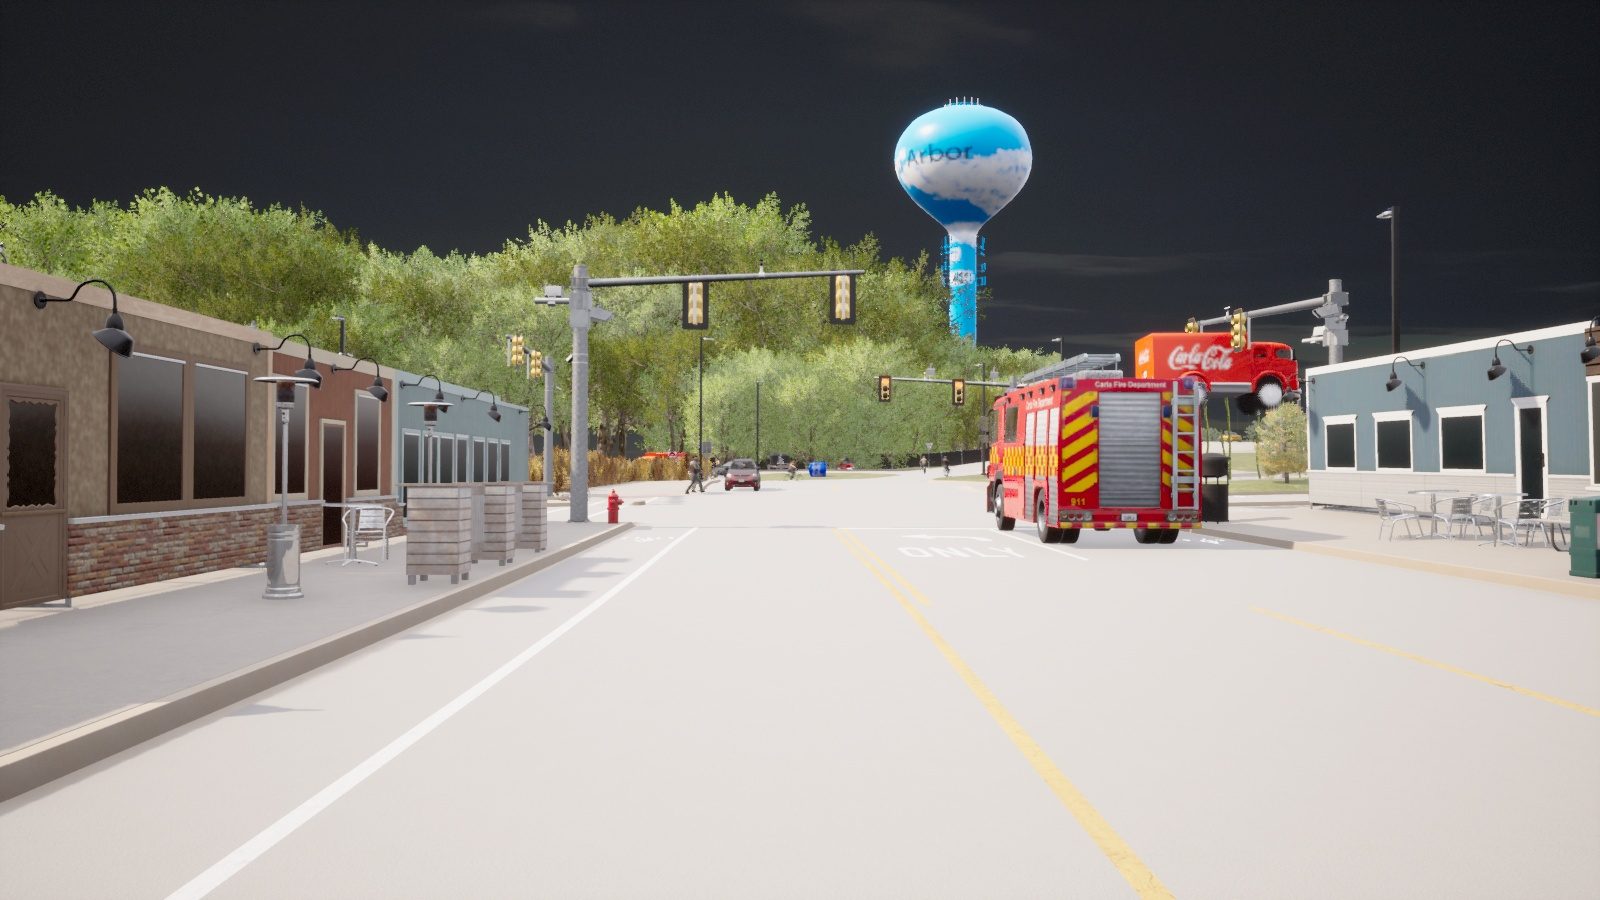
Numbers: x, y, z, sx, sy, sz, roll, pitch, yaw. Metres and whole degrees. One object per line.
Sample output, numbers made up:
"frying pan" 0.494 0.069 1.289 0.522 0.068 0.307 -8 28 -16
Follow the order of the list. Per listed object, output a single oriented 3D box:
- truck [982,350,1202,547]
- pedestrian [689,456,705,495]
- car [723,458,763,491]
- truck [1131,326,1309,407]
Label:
"truck" 6.313 0.008 28.718 2.891 3.827 8.468 0 -1 -1
"pedestrian" -4.911 1.217 59.769 0.720 1.854 0.376 0 -1 -6
"car" -2.920 1.248 64.968 1.851 1.617 3.988 0 1 0
"truck" 14.457 -2.840 43.499 5.204 2.467 2.627 0 -3 0
